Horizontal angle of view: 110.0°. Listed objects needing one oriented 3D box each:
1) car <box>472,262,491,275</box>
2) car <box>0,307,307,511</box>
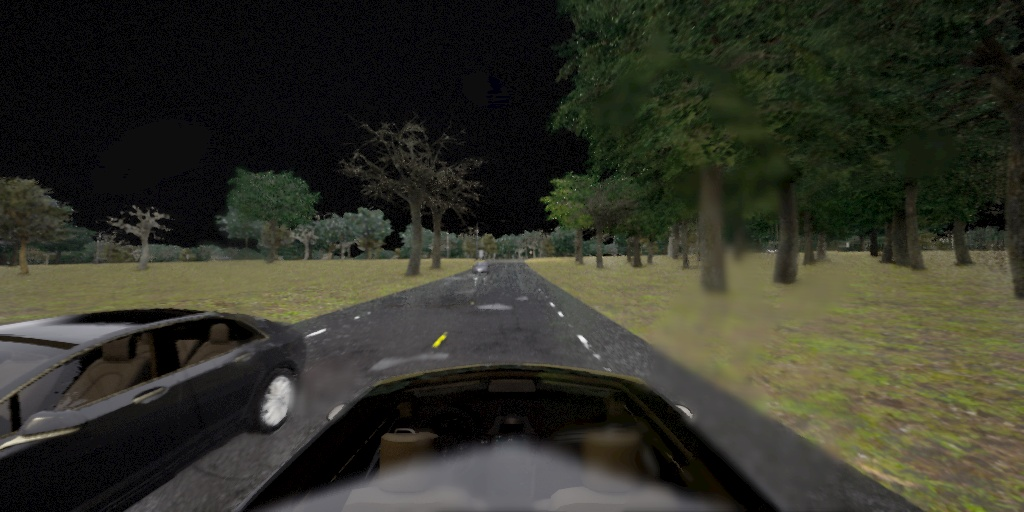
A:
[{"bbox_3d":[-3.596,1.431,42.713,2.128,1.511,4.902,0,0,0],"label":"car"},{"bbox_3d":[-3.598,1.265,2.755,1.837,1.490,4.892,0,-1,0],"label":"car"}]
